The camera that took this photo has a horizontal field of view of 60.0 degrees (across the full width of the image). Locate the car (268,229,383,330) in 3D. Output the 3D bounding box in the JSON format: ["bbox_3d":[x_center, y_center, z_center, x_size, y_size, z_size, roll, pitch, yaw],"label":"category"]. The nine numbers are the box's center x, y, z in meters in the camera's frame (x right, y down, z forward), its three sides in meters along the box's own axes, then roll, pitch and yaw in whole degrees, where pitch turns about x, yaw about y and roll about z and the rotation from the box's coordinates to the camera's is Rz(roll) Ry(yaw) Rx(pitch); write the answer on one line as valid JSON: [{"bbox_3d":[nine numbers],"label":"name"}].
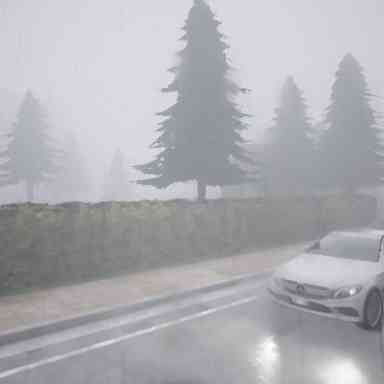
[{"bbox_3d":[3.581,1.565,7.156,4.674,1.442,1.812,0,-1,-41],"label":"car"}]
